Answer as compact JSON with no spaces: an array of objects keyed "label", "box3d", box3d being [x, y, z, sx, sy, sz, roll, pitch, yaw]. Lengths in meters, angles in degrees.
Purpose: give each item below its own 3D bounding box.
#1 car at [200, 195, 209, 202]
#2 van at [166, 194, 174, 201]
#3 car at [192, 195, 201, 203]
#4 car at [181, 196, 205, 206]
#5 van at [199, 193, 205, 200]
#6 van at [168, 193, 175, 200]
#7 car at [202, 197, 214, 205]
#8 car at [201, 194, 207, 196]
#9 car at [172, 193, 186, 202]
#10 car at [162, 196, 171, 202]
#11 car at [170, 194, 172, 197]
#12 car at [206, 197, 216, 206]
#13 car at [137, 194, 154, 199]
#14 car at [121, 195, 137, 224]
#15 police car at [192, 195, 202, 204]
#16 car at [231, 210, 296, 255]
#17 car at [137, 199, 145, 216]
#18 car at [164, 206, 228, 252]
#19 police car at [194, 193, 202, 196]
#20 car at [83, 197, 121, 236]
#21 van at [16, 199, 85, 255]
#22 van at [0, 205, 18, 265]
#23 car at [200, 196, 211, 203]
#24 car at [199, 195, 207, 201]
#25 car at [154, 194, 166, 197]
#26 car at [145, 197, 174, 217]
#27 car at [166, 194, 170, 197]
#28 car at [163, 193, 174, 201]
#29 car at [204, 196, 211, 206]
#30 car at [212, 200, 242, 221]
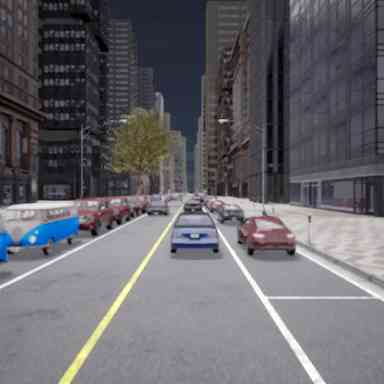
[{"label":"car","box3d":[2.779,1.416,75.388,1.967,1.590,4.097,0,0,0]},{"label":"van","box3d":[-5.744,1.319,86.736,1.690,1.788,3.998,0,0,0]},{"label":"car","box3d":[0.852,1.482,69.734,1.837,1.490,4.892,0,0,0]},{"label":"car","box3d":[0.105,1.486,33.764,1.837,1.490,4.892,0,0,0]},{"label":"van","box3d":[2.782,1.320,92.422,1.690,1.788,3.998,0,0,0]},{"label":"van","box3d":[-5.743,1.320,92.414,1.690,1.788,3.998,0,0,0]},{"label":"car","box3d":[2.775,1.542,58.356,1.947,1.339,4.313,0,0,0]},{"label":"car","box3d":[2.773,1.416,52.678,1.967,1.590,4.097,0,0,0]},{"label":"car","box3d":[-2.983,1.458,73.155,1.994,1.385,4.181,0,0,0]},{"label":"car","box3d":[-5.746,1.559,75.381,1.802,1.307,4.206,0,0,0]},{"label":"car","box3d":[-5.747,1.558,69.704,1.802,1.307,4.206,0,0,0]},{"label":"car","box3d":[2.770,1.563,35.645,1.802,1.307,4.206,0,0,0]},{"label":"car","box3d":[-5.755,1.296,35.640,2.192,1.841,5.009,0,0,0]},{"label":"car","box3d":[-5.758,1.302,24.285,2.192,1.841,5.009,0,0,0]},{"label":"police car","box3d":[0.915,1.401,63.843,1.930,1.638,5.238,0,0,0]},{"label":"car","box3d":[2.765,1.574,12.935,1.802,1.307,4.206,0,0,0]},{"label":"car","box3d":[-5.756,1.550,29.962,1.947,1.339,4.313,0,0,0]},{"label":"car","box3d":[0.100,1.539,13.805,2.033,1.411,5.357,0,0,0]},{"label":"police car","box3d":[0.912,1.402,53.843,1.930,1.638,5.238,0,0,0]},{"label":"car","box3d":[-5.759,1.305,18.608,2.192,1.841,5.009,0,0,0]},{"label":"van","box3d":[-5.760,1.334,12.930,1.690,1.788,3.998,0,0,0]},{"label":"van","box3d":[-5.762,1.337,7.253,1.690,1.788,3.998,0,0,0]},{"label":"car","box3d":[2.778,1.527,69.710,2.008,1.369,4.403,0,0,0]},{"label":"car","box3d":[2.782,1.528,86.744,2.008,1.369,4.403,0,0,0]},{"label":"car","box3d":[-5.752,1.292,52.671,2.192,1.841,5.009,0,0,0]},{"label":"car","box3d":[-3.093,1.530,31.660,2.033,1.411,5.357,0,0,0]},{"label":"car","box3d":[-5.749,1.502,63.856,1.752,1.417,4.829,0,0,0]},{"label":"car","box3d":[-5.745,1.292,81.059,2.192,1.841,5.009,0,0,0]},{"label":"car","box3d":[2.771,1.504,41.493,1.752,1.417,4.829,0,0,0]},{"label":"car","box3d":[2.767,1.537,24.290,2.008,1.369,4.403,0,0,0]}]
